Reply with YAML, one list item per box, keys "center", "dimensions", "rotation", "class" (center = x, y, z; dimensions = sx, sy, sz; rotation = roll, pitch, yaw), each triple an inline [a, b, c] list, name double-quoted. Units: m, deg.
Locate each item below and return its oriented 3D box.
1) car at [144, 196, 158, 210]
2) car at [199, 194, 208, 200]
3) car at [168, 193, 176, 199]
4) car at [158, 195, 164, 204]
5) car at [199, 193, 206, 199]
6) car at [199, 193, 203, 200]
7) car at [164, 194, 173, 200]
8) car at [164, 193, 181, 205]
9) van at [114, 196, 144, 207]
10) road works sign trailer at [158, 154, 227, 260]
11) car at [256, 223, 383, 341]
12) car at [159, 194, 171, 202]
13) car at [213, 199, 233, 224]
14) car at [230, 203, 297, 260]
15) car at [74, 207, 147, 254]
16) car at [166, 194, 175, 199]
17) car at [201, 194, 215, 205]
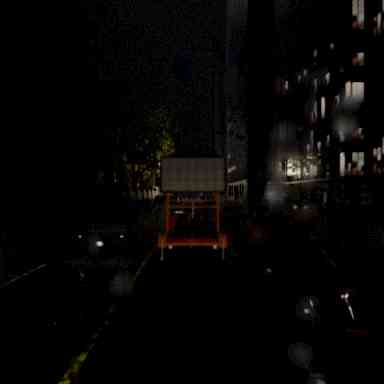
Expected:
- center: [-5.618, 1.414, 40.589]
  dimensions: [1.802, 1.307, 4.206]
  rotation: [0, 0, 0]
  class: "car"
- center: [2.831, 1.170, 80.329]
  dimensions: [1.947, 1.339, 4.313]
  rotation: [0, 0, 0]
  class: "car"
- center: [-5.530, 1.078, 91.734]
  dimensions: [2.008, 1.369, 4.403]
  rotation: [0, 0, 0]
  class: "car"
- center: [-5.588, 1.286, 57.636]
  dimensions: [1.887, 1.381, 4.507]
  rotation: [0, 0, 0]
  class: "car"
- center: [2.850, 1.080, 91.693]
  dimensions: [2.008, 1.369, 4.403]
  rotation: [0, 0, 0]
  class: "car"
- center: [2.812, 1.221, 68.967]
  dimensions: [1.887, 1.381, 4.507]
  rotation: [0, 0, 0]
  class: "car"
- center: [-5.549, 1.129, 80.197]
  dimensions: [1.752, 1.417, 4.829]
  rotation: [0, 0, 0]
  class: "car"
- center: [-2.985, 1.111, 54.675]
  dimensions: [2.097, 1.767, 4.553]
  rotation: [0, 0, 0]
  class: "car"
- center: [-5.636, 1.228, 29.222]
  dimensions: [1.690, 1.788, 3.998]
  rotation: [0, 0, 0]
  class: "van"
- center: [0.038, 0.422, 12.210]
  dimensions: [2.380, 3.560, 2.880]
  rotation: [0, 0, 1]
  class: "road works sign trailer"
- center: [2.705, 1.545, 6.470]
  dimensions: [1.947, 1.339, 4.313]
  rotation: [0, 0, 0]
  class: "car"
- center: [-5.569, 1.226, 69.003]
  dimensions: [2.008, 1.369, 4.403]
  rotation: [0, 0, 0]
  class: "car"
- center: [2.735, 1.438, 23.687]
  dimensions: [1.752, 1.417, 4.829]
  rotation: [0, 0, 0]
  class: "car"
- center: [2.715, 1.399, 12.151]
  dimensions: [1.967, 1.590, 4.097]
  rotation: [0, 0, 0]
  class: "car"
- center: [-3.077, 1.518, 13.054]
  dimensions: [1.994, 1.385, 4.181]
  rotation: [0, 0, 0]
  class: "car"
- center: [-5.540, 1.116, 86.051]
  dimensions: [2.008, 1.369, 4.403]
  rotation: [0, 0, 0]
  class: "car"
- center: [2.783, 1.356, 51.924]
  dimensions: [1.802, 1.307, 4.206]
  rotation: [0, 0, 0]
  class: "car"
